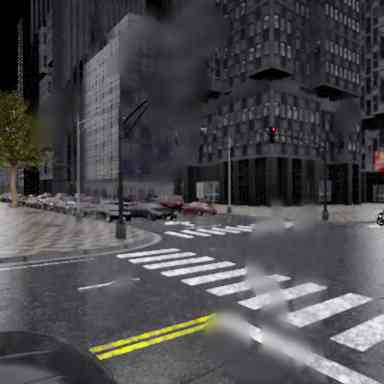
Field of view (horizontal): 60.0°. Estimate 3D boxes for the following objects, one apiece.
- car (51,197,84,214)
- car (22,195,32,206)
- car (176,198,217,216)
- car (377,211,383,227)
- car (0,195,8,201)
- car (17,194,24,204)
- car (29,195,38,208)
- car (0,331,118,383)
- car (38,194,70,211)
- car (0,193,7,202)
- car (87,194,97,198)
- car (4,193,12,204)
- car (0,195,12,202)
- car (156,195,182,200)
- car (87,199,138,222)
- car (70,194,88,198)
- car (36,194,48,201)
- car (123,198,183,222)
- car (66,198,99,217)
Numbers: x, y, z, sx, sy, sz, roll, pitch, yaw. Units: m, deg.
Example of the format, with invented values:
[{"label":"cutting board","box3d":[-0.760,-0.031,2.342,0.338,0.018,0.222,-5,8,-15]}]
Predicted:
[{"label":"car","box3d":[-12.982,1.498,34.825,1.802,1.307,4.206,0,0,-37]},{"label":"car","box3d":[-22.956,1.399,48.279,1.752,1.417,4.829,0,0,-37]},{"label":"car","box3d":[0.585,1.495,30.840,1.802,1.307,4.206,0,0,-37]},{"label":"car","box3d":[13.960,1.514,21.712,4.902,1.511,2.128,0,0,-36]},{"label":"car","box3d":[-43.208,1.398,75.598,1.802,1.307,4.206,0,0,-37]},{"label":"car","box3d":[-26.417,1.428,52.946,1.947,1.339,4.313,0,0,-37]},{"label":"car","box3d":[-19.699,1.468,43.886,1.802,1.307,4.206,0,0,-37]},{"label":"car","box3d":[-2.690,1.504,1.502,4.892,1.490,1.837,0,0,-37]},{"label":"car","box3d":[-16.340,1.340,39.354,1.967,1.590,4.097,0,0,-37]},{"label":"car","box3d":[-36.492,1.148,66.537,2.192,1.841,5.009,0,0,-37]},{"label":"car","box3d":[-16.206,1.378,53.488,1.887,1.381,4.507,0,0,-37]},{"label":"car","box3d":[-33.133,1.387,62.007,1.887,1.381,4.507,0,0,-37]},{"label":"car","box3d":[-39.851,1.389,71.069,1.947,1.339,4.313,0,0,-37]},{"label":"car","box3d":[-2.773,1.209,35.369,2.192,1.841,5.009,0,0,-37]},{"label":"car","box3d":[-6.264,1.519,25.764,1.947,1.339,4.313,0,0,-37]},{"label":"car","box3d":[-15.652,1.372,43.077,2.128,1.511,4.902,0,0,-36]},{"label":"car","box3d":[-36.455,1.302,80.803,1.752,1.417,4.829,0,0,-37]},{"label":"car","box3d":[-3.289,1.492,26.375,2.033,1.411,5.357,0,0,-37]},{"label":"car","box3d":[-9.623,1.499,30.295,1.947,1.339,4.313,0,0,-37]}]
